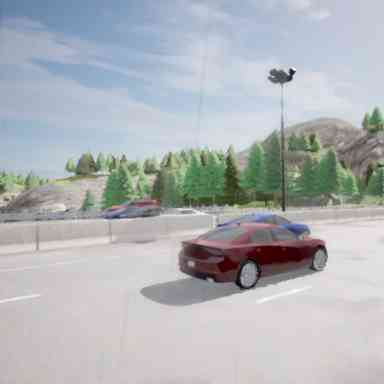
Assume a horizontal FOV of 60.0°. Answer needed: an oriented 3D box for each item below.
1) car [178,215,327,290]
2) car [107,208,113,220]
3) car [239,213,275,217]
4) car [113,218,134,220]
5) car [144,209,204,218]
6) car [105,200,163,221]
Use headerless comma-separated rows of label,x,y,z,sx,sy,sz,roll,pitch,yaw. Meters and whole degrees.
car,1.951,1.616,9.622,5.008,1.535,1.882,0,-1,-37
car,-5.889,2.057,30.312,4.674,1.442,1.812,1,-1,-37
car,3.367,1.706,15.112,5.008,1.535,1.882,1,-1,-37
car,-3.697,1.980,27.584,4.892,1.490,1.837,1,-1,-37
car,-1.026,1.952,25.220,4.674,1.442,1.812,1,-1,-37
car,-6.000,1.837,34.640,5.566,2.045,2.150,1,-1,-37
